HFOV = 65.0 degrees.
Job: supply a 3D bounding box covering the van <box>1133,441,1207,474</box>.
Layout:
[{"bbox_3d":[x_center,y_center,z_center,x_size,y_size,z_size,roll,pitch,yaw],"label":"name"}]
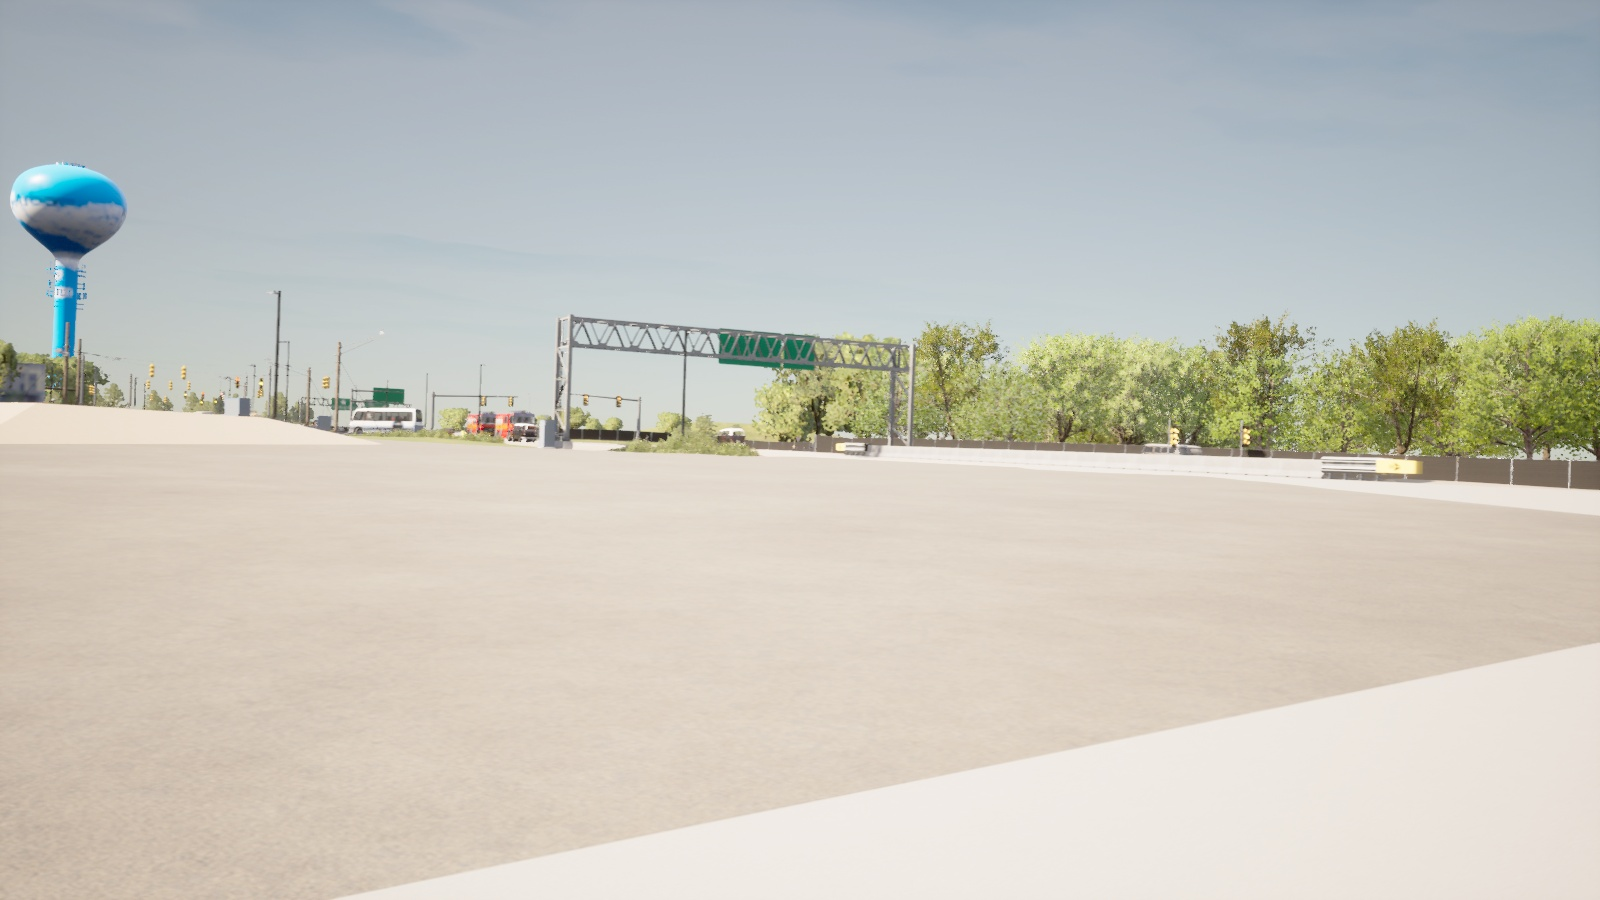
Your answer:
[{"bbox_3d":[24.549,0.507,83.461,1.775,1.987,4.442,2,1,-36],"label":"van"}]
